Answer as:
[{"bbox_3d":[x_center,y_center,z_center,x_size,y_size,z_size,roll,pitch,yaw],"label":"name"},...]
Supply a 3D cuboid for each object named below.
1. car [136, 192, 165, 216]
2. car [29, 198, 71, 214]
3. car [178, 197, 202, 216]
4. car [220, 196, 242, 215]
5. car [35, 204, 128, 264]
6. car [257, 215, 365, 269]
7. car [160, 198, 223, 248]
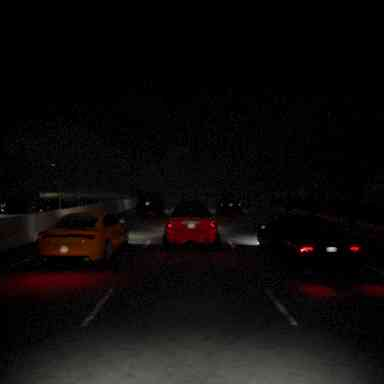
[{"bbox_3d":[-3.679,1.041,29.966,2.150,2.045,5.566,0,0,0],"label":"car"},{"bbox_3d":[-14.419,1.354,34.190,2.033,1.411,5.357,0,0,-1],"label":"car"},{"bbox_3d":[-0.187,1.300,30.911,2.128,1.511,4.902,0,0,0],"label":"car"},{"bbox_3d":[3.314,1.158,30.663,2.097,1.767,4.553,0,0,0],"label":"car"},{"bbox_3d":[-3.515,1.410,11.581,1.882,1.535,5.008,0,0,0],"label":"car"},{"bbox_3d":[3.492,1.476,10.857,2.033,1.411,5.357,0,0,0],"label":"car"},{"bbox_3d":[-0.036,1.262,14.456,2.097,1.767,4.553,0,0,0],"label":"car"}]
